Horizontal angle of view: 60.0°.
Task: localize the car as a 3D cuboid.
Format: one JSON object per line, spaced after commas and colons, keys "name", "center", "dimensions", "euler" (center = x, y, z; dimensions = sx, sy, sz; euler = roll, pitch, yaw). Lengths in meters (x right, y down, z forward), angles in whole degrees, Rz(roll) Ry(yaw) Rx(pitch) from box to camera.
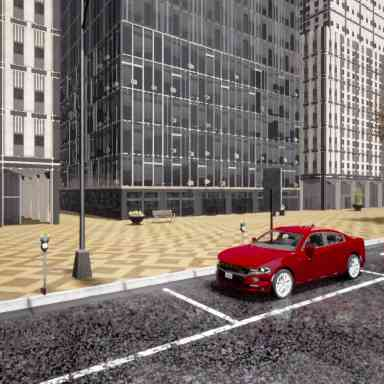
{"name": "car", "center": [2.611, 1.545, 8.426], "dimensions": [4.507, 1.381, 1.887], "euler": [0, 0, -36]}
